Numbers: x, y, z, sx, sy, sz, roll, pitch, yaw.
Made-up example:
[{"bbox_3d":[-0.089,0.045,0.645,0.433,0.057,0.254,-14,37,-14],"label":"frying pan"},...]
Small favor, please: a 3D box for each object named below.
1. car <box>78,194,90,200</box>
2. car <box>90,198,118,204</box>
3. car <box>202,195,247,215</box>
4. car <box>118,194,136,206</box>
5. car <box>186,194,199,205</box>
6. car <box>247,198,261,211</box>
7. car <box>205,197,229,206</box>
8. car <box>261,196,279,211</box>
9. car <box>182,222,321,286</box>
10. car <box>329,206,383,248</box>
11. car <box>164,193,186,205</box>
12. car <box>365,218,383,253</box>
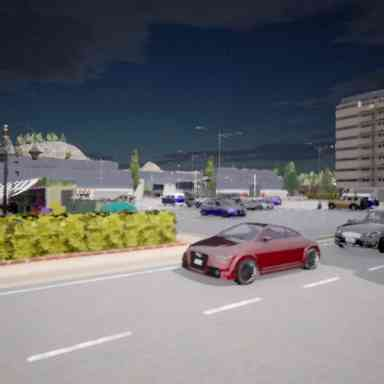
[{"bbox_3d":[-19.674,1.265,60.963,1.905,1.878,3.866,0,0,-35],"label":"car"},{"bbox_3d":[-11.987,1.465,45.030,1.784,1.438,3.905,0,0,-35],"label":"car"},{"bbox_3d":[3.624,1.278,37.516,1.932,1.855,4.605,0,0,-35],"label":"car"},{"bbox_3d":[-9.580,1.262,46.643,1.932,1.855,4.605,0,0,-35],"label":"car"},{"bbox_3d":[-1.245,1.326,73.901,1.932,1.855,4.605,0,0,-35],"label":"car"},{"bbox_3d":[5.789,1.496,39.100,1.784,1.438,3.905,0,0,-35],"label":"car"},{"bbox_3d":[4.190,1.552,56.436,1.970,1.475,3.806,0,0,-35],"label":"car"},{"bbox_3d":[8.158,1.536,40.765,1.970,1.475,3.806,0,0,-35],"label":"car"},{"bbox_3d":[1.788,1.583,9.539,4.181,1.385,1.994,0,0,-35],"label":"car"},{"bbox_3d":[7.885,1.532,13.796,4.902,1.511,2.128,0,0,-36],"label":"car"},{"bbox_3d":[-3.643,1.320,72.281,1.905,1.878,3.866,0,0,-35],"label":"car"},{"bbox_3d":[7.053,1.523,8.945,4.902,1.511,2.128,0,0,-35],"label":"car"}]
